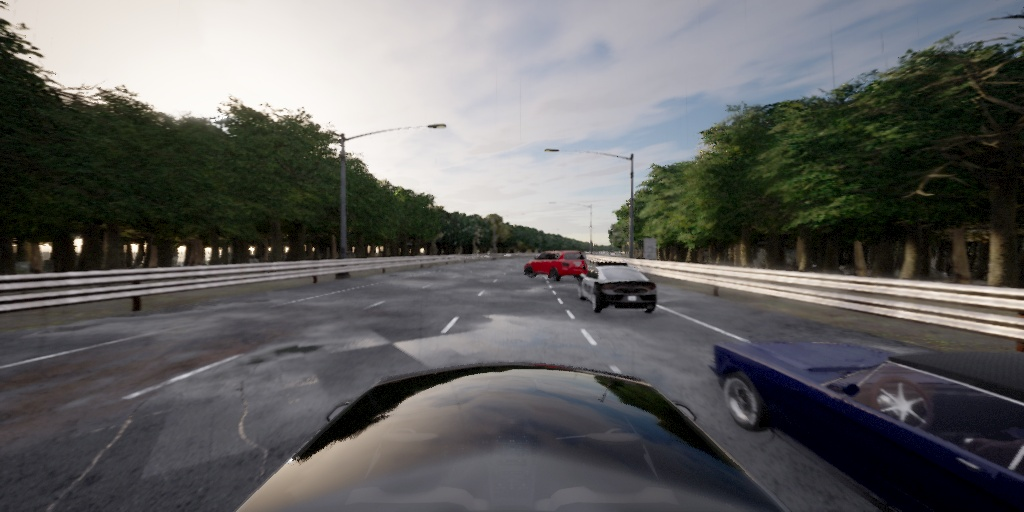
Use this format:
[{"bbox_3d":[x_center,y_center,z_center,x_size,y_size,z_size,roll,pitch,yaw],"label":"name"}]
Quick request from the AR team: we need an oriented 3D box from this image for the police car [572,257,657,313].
[{"bbox_3d":[3.662,1.019,13.309,1.930,1.638,5.238,0,1,2],"label":"police car"}]

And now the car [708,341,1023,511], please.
[{"bbox_3d":[3.490,1.350,2.559,1.895,1.301,4.718,0,1,0],"label":"car"}]

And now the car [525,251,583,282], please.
[{"bbox_3d":[3.023,0.642,25.537,2.150,2.045,5.566,0,1,-27],"label":"car"}]
